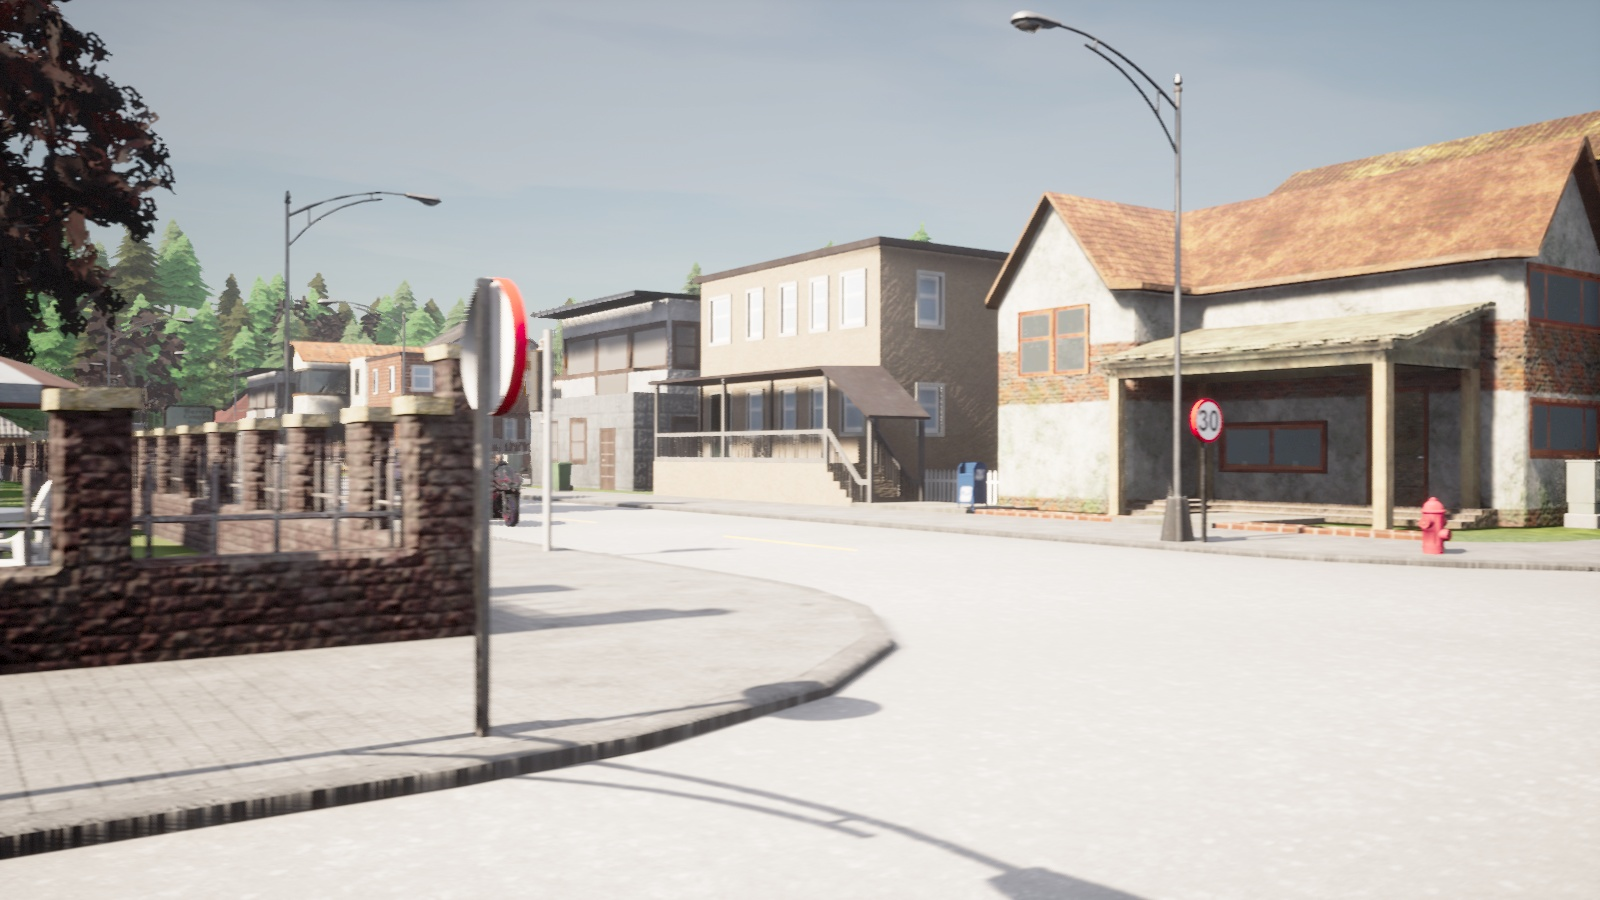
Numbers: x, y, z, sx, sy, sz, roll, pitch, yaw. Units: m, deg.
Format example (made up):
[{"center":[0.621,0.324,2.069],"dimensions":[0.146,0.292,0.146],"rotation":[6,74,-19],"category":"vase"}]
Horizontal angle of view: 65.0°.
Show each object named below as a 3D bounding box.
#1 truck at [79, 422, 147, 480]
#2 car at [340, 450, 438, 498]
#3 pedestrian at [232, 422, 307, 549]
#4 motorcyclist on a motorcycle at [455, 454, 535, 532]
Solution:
[{"center":[-43.469,0.051,79.382],"dimensions":[2.891,3.462,7.936],"rotation":[0,0,-35],"category":"truck"},{"center":[-14.859,0.819,45.225],"dimensions":[2.033,1.649,4.856],"rotation":[0,0,-35],"category":"car"},{"center":[-8.025,0.519,18.995],"dimensions":[0.874,1.855,0.900],"rotation":[0,0,-35],"category":"pedestrian"},{"center":[-6.329,0.858,25.954],"dimensions":[0.866,1.530,2.191],"rotation":[0,0,-35],"category":"motorcyclist on a motorcycle"}]
